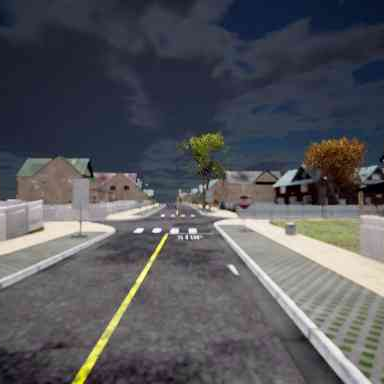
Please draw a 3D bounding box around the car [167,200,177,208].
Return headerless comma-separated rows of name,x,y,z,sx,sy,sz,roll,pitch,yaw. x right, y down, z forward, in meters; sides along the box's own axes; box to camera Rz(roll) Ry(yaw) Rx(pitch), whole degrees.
car,-4.604,2.632,75.656,2.097,1.767,4.553,0,-1,-3
